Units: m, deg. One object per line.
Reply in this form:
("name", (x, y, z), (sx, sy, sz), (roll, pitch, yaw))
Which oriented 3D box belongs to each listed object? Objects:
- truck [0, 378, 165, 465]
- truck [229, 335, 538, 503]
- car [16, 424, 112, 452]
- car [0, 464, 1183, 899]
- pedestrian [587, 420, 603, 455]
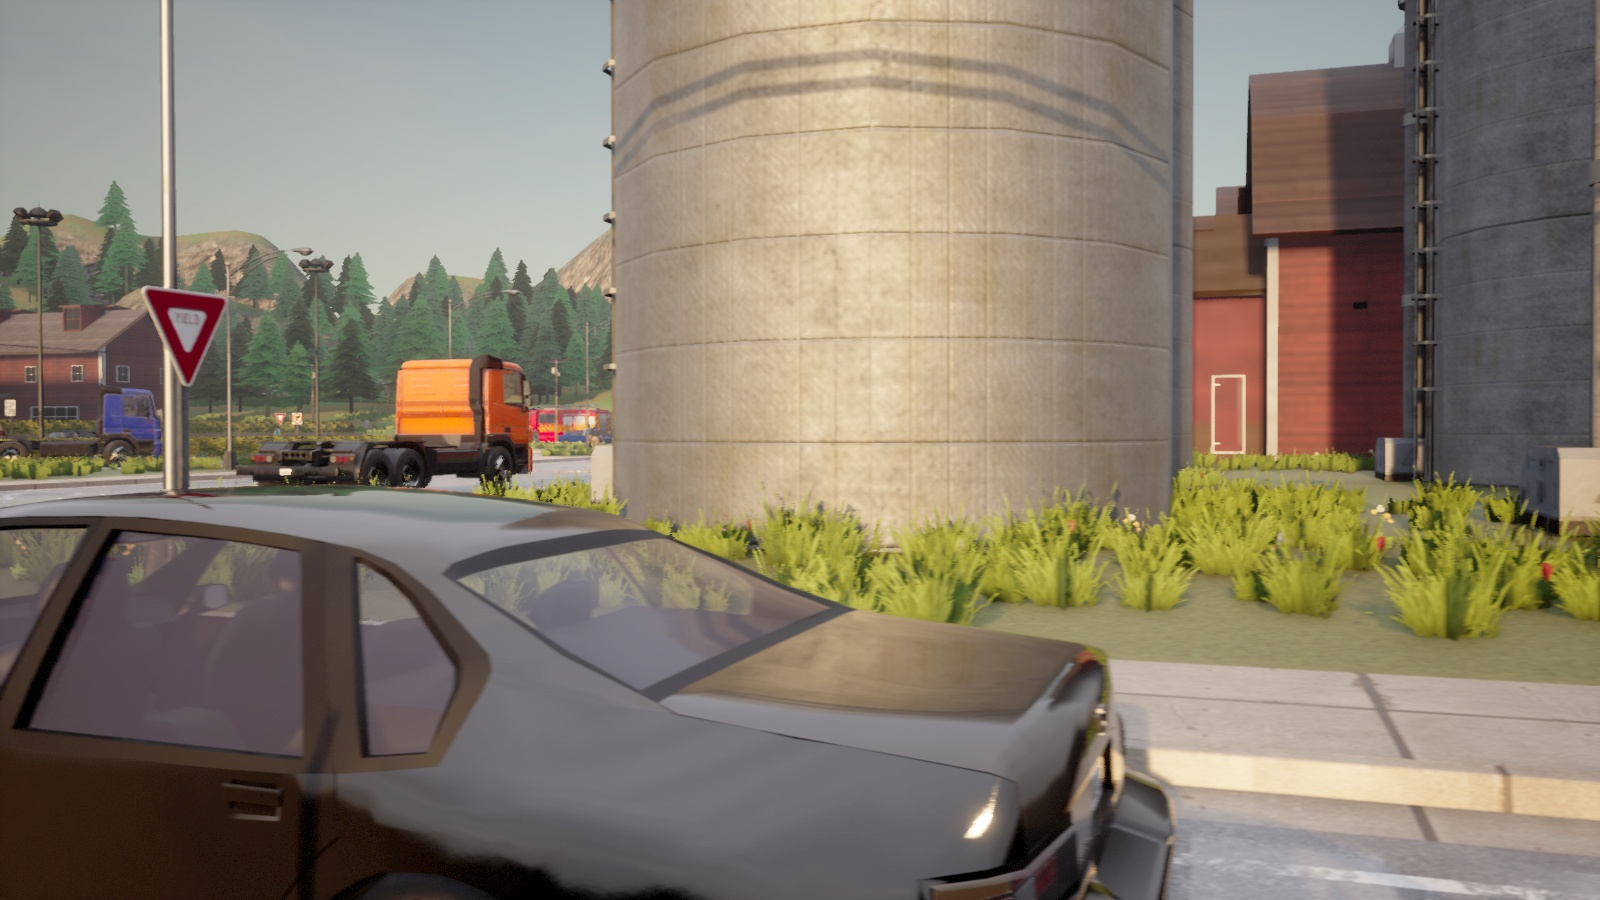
("truck", (-31.038, -1.184, 52.214), (7.936, 3.462, 2.891), (0, 1, -34))
("truck", (-9.580, -0.705, 30.113), (2.891, 3.462, 7.936), (1, 1, 18))
("car", (-44.123, -0.725, 75.413), (2.033, 1.649, 4.856), (1, 1, 18))
("car", (-1.714, 0.802, 3.743), (5.357, 1.411, 2.033), (1, 1, 20))
("pedestrian", (-10.917, -0.684, 66.941), (0.540, 1.848, 0.694), (1, 1, 22))
